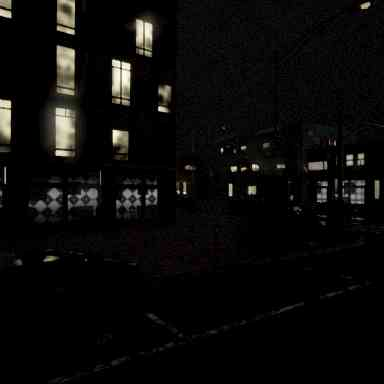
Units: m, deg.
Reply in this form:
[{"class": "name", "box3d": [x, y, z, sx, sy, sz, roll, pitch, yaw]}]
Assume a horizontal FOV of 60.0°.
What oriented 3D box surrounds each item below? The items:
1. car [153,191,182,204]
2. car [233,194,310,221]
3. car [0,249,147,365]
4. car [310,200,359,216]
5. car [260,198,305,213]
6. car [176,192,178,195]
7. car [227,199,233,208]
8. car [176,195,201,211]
[{"class": "car", "box3d": [-3.927, 0.793, 52.077, 2.192, 1.841, 5.009, 1, 0, -36]}, {"class": "car", "box3d": [5.774, 1.101, 24.781, 2.192, 1.841, 5.009, 1, 0, -36]}, {"class": "car", "box3d": [-2.722, 1.566, 4.613, 4.313, 1.339, 1.947, 0, 0, -36]}, {"class": "car", "box3d": [12.515, 1.371, 29.752, 1.887, 1.381, 4.507, 1, 0, -36]}, {"class": "car", "box3d": [9.225, 1.340, 34.216, 1.802, 1.307, 4.206, 1, 0, -36]}, {"class": "car", "box3d": [-0.643, 1.101, 47.613, 2.008, 1.369, 4.403, 1, 0, -36]}, {"class": "car", "box3d": [5.937, 1.130, 38.683, 1.967, 1.590, 4.097, 1, 0, -36]}, {"class": "car", "box3d": [-0.812, 1.231, 33.712, 1.802, 1.307, 4.206, 1, 0, -36]}]
